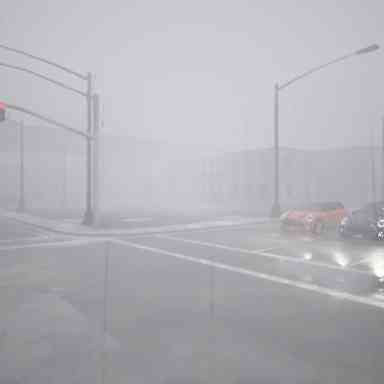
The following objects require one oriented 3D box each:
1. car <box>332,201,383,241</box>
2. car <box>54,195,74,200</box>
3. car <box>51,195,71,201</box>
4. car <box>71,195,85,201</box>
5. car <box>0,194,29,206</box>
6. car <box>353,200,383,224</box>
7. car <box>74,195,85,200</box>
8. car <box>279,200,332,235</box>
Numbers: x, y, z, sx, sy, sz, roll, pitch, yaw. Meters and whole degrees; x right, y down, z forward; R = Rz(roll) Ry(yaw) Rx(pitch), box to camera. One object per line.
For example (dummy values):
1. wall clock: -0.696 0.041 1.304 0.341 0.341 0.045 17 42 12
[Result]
1. car: 8.821 1.280 15.565 4.553 1.767 2.097 -1 0 -39
2. car: -32.173 1.418 83.711 4.536 1.218 1.853 0 0 21
3. car: -32.125 1.575 83.692 4.974 1.542 2.038 0 0 21
4. car: -28.406 1.577 83.993 2.038 1.542 4.974 0 0 -9
5. car: -31.036 1.312 57.440 2.150 2.045 5.566 0 0 26
6. car: 13.592 1.380 23.934 4.181 1.385 1.994 -1 1 -39
7. car: -28.414 1.420 84.045 1.853 1.218 4.536 0 0 -9
8. car: 6.876 1.282 18.493 4.553 1.767 2.097 -1 0 -39
